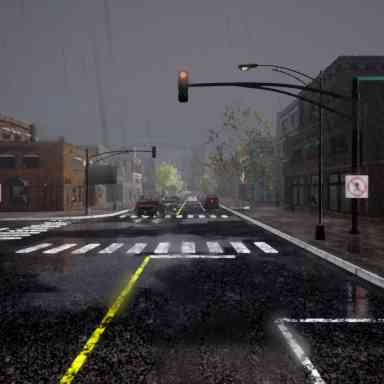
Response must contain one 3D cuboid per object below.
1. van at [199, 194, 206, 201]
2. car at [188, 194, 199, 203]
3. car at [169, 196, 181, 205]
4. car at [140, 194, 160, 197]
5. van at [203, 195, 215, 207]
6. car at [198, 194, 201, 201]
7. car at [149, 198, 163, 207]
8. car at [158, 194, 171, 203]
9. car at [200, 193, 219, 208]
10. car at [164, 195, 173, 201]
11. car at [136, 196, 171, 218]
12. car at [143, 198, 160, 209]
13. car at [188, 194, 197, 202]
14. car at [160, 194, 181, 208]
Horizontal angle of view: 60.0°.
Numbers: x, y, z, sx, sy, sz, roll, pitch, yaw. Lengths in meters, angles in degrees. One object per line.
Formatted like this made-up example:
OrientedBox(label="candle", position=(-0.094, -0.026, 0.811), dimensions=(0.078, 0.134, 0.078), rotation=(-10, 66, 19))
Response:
OrientedBox(label="van", position=(2.728, 1.319, 85.735), dimensions=(1.690, 1.788, 3.998), rotation=(-1, 0, 0))
OrientedBox(label="car", position=(0.131, 1.509, 69.111), dimensions=(1.812, 1.442, 4.674), rotation=(0, 0, 0))
OrientedBox(label="car", position=(-3.042, 1.463, 61.126), dimensions=(1.882, 1.535, 5.008), rotation=(0, 0, 0))
OrientedBox(label="car", position=(-5.674, 1.306, 41.386), dimensions=(2.192, 1.841, 5.009), rotation=(-1, 0, 0))
OrientedBox(label="van", position=(2.712, 1.329, 52.471), dimensions=(1.690, 1.788, 3.998), rotation=(-1, 0, 0))
OrientedBox(label="car", position=(2.719, 1.536, 63.559), dimensions=(2.008, 1.369, 4.403), rotation=(-1, 0, 0))
OrientedBox(label="car", position=(-5.667, 1.570, 52.475), dimensions=(1.802, 1.307, 4.206), rotation=(-1, 0, 0))
OrientedBox(label="car", position=(-5.661, 1.298, 69.107), dimensions=(2.192, 1.841, 5.009), rotation=(-1, 0, 0))
OrientedBox(label="car", position=(2.709, 1.304, 46.927), dimensions=(2.192, 1.841, 5.009), rotation=(-1, 0, 0))
OrientedBox(label="car", position=(-5.654, 1.525, 80.195), dimensions=(1.887, 1.381, 4.507), rotation=(-1, 0, 0))
OrientedBox(label="car", position=(-3.642, 1.475, 30.923), dimensions=(1.882, 1.535, 5.008), rotation=(0, 0, 8))
OrientedBox(label="car", position=(-5.670, 1.534, 46.930), dimensions=(1.887, 1.381, 4.507), rotation=(-1, 0, 0))
OrientedBox(label="car", position=(0.039, 1.335, 79.249), dimensions=(2.097, 1.767, 4.553), rotation=(0, 0, 0))
OrientedBox(label="car", position=(-3.061, 1.482, 46.887), dimensions=(2.128, 1.511, 4.902), rotation=(0, 0, 0))
